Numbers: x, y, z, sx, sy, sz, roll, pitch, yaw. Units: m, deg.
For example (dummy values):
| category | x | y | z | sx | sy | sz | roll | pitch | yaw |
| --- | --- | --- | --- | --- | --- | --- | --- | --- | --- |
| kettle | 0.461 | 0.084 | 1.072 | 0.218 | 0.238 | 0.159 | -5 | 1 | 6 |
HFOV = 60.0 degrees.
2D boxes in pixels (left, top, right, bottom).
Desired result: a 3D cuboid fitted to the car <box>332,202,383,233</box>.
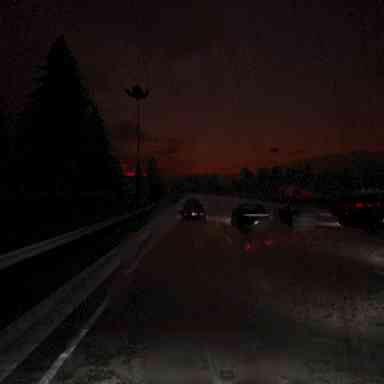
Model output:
| category | x | y | z | sx | sy | sz | roll | pitch | yaw |
| --- | --- | --- | --- | --- | --- | --- | --- | --- | --- |
| car | 10.596 | 1.552 | 19.672 | 2.033 | 1.411 | 5.357 | 0 | 0 | 0 |

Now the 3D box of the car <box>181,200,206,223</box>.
| category | x | y | z | sx | sy | sz | roll | pitch | yaw |
| --- | --- | --- | --- | --- | --- | --- | --- | --- | --- |
| car | 0.095 | 1.554 | 25.265 | 2.033 | 1.411 | 5.357 | 0 | 0 | 0 |

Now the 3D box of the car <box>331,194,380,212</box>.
| category | x | y | z | sx | sy | sz | roll | pitch | yaw |
| --- | --- | --- | --- | --- | --- | --- | --- | --- | --- |
| car | 14.095 | 1.228 | 28.872 | 2.150 | 2.045 | 5.566 | 0 | 0 | 0 |

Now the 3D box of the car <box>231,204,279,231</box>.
| category | x | y | z | sx | sy | sz | roll | pitch | yaw |
| --- | --- | --- | --- | --- | --- | --- | --- | --- | --- |
| car | 3.597 | 1.496 | 20.899 | 2.128 | 1.511 | 4.902 | 0 | 0 | 0 |

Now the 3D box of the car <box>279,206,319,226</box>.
| category | x | y | z | sx | sy | sz | roll | pitch | yaw |
| --- | --- | --- | --- | --- | --- | --- | --- | --- | --- |
| car | 7.096 | 1.606 | 23.282 | 1.895 | 1.301 | 4.718 | 0 | 0 | 0 |
